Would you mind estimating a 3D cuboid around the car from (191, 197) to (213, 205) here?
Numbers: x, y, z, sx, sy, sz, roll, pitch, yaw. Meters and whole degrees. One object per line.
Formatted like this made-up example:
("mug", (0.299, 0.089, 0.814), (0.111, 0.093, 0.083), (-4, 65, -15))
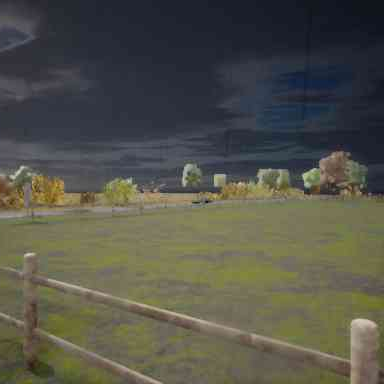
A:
("car", (1.768, 1.571, 58.667), (1.895, 1.301, 4.718), (0, 0, 36))
